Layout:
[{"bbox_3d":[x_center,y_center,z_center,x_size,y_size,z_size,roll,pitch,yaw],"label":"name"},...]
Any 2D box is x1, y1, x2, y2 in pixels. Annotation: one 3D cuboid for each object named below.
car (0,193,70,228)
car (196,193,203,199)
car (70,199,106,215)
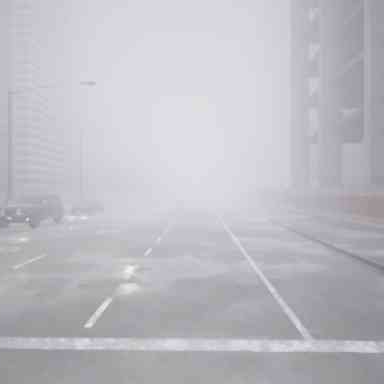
[{"bbox_3d":[-10.202,1.115,21.473,2.150,2.045,5.566,0,0,2],"label":"car"},{"bbox_3d":[2.114,1.081,91.287,2.033,1.411,5.357,0,0,1],"label":"car"},{"bbox_3d":[-9.901,1.389,32.051,2.033,1.411,5.357,0,0,3],"label":"car"}]
